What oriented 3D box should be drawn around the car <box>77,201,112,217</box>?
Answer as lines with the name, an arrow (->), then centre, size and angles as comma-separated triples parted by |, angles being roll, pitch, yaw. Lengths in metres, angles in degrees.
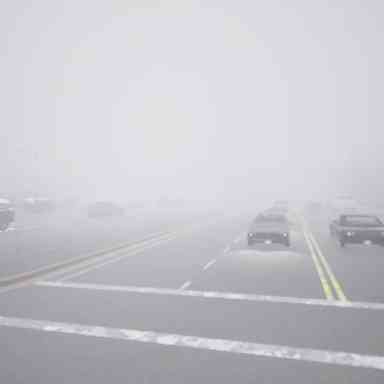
car -> -12.407, 2.029, 42.643 | 1.970, 1.475, 3.806 | -1, -1, 17

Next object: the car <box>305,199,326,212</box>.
car -> 15.321, 1.669, 41.870 | 1.882, 1.535, 5.008 | -1, 0, 16

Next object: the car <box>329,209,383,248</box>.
car -> 7.402, 1.662, 14.998 | 1.895, 1.301, 4.718 | -1, -1, 16

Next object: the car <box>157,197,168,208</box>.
car -> -4.800, 1.822, 58.598 | 1.905, 1.878, 3.866 | -1, -1, 17

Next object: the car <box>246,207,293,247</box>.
car -> 3.843, 1.675, 16.132 | 2.033, 1.411, 5.357 | -1, -1, 16

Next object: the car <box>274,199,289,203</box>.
car -> 9.387, 1.570, 34.812 | 2.097, 1.767, 4.553 | -1, -1, 17

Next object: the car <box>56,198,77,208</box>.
car -> -23.604, 2.170, 64.199 | 1.905, 1.878, 3.866 | -1, -1, 17

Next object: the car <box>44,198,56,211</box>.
car -> -26.370, 2.460, 65.039 | 1.970, 1.475, 3.806 | -1, -1, 17

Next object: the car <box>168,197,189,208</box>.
car -> -2.044, 1.767, 57.715 | 1.932, 1.855, 4.605 | -1, -1, 17

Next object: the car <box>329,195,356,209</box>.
car -> 18.781, 1.353, 41.237 | 2.150, 2.045, 5.566 | -1, -1, 17

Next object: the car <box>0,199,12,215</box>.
car -> -28.619, 2.086, 47.413 | 1.932, 1.855, 4.605 | -1, -1, 17

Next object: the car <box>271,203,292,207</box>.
car -> 6.574, 1.773, 25.345 | 1.895, 1.301, 4.718 | -1, -1, 16

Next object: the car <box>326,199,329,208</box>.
car -> 21.489, 1.527, 50.376 | 2.097, 1.767, 4.553 | -1, -1, 16
